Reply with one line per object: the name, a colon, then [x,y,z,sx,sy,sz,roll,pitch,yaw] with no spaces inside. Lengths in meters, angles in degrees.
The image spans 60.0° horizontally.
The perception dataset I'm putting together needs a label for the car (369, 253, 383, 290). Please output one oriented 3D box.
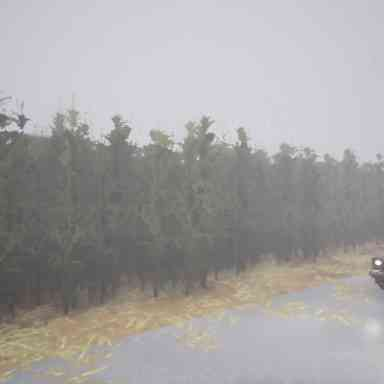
car: [6.222,1.632,7.891,4.718,1.301,1.895,0,0,-35]
